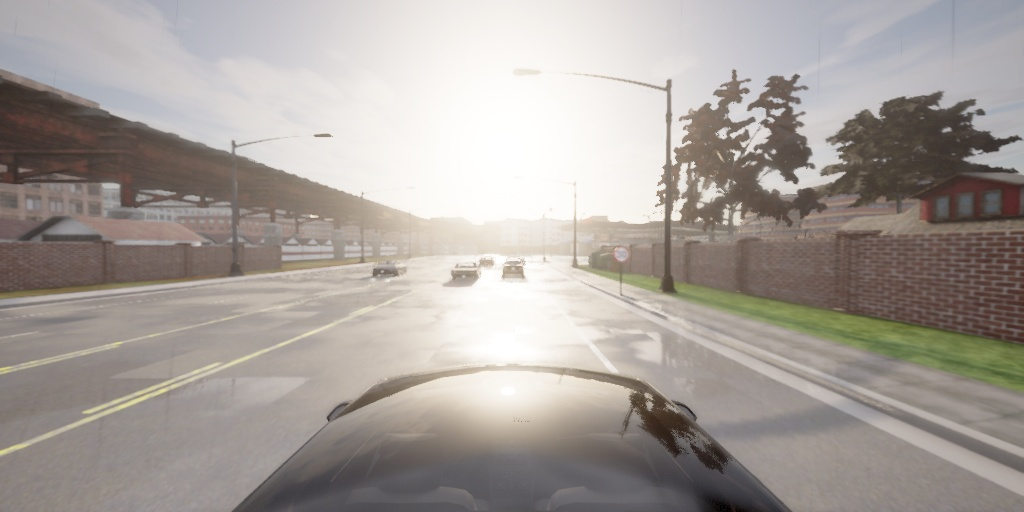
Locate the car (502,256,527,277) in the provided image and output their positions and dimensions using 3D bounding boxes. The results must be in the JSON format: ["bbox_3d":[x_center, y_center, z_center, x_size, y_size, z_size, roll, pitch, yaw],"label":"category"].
[{"bbox_3d":[0.094,0.985,30.693,2.033,1.411,5.357,0,1,0],"label":"car"}]

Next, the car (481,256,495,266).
[{"bbox_3d":[-3.372,0.621,48.983,1.895,1.301,4.718,0,1,1],"label":"car"}]

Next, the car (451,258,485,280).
[{"bbox_3d":[-3.406,1.102,27.596,1.895,1.301,4.718,0,1,0],"label":"car"}]

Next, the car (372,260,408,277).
[{"bbox_3d":[-10.507,1.041,31.030,1.994,1.385,4.181,0,1,0],"label":"car"}]
